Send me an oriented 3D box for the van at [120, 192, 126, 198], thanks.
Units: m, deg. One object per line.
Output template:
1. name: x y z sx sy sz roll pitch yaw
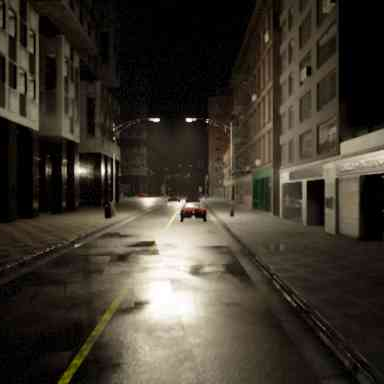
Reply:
1. van: -20.125 0.848 87.661 3.998 1.788 1.690 0 0 0

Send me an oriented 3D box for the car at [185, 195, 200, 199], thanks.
1. car: 0.096 1.186 44.379 1.882 1.535 5.008 0 1 0

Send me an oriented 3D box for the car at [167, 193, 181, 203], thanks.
1. car: -3.058 0.976 57.597 2.097 1.767 4.553 0 0 0

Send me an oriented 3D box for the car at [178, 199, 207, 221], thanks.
1. car: 0.096 1.435 24.963 1.895 1.301 4.718 0 0 0
